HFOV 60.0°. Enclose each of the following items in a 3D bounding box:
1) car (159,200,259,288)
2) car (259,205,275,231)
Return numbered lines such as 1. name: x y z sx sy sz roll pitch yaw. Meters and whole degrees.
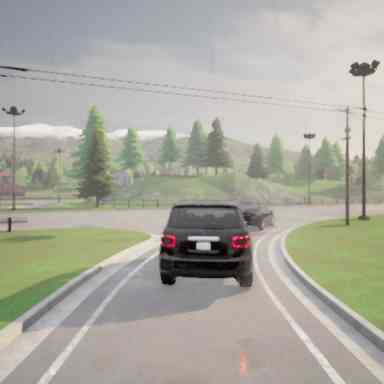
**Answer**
1. car: 0.526 1.230 9.530 2.150 2.045 5.566 0 0 6
2. car: 3.965 1.529 21.183 1.837 1.490 4.892 0 0 25
